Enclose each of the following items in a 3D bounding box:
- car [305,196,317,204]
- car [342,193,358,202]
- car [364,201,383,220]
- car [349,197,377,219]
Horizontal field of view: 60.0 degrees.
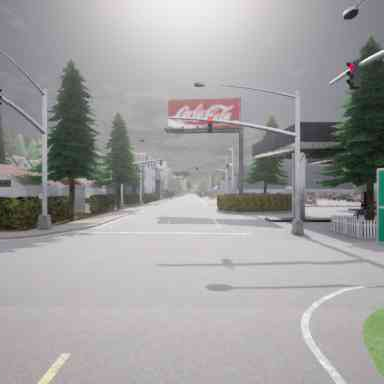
[{"bbox_3d":[22.532,1.553,64.012,1.970,1.475,3.806,0,0,0],"label":"car"},{"bbox_3d":[34.940,1.490,71.797,2.007,1.523,4.514,0,0,0],"label":"car"},{"bbox_3d":[18.709,1.672,30.617,4.611,1.667,2.242,0,0,0],"label":"car"},{"bbox_3d":[14.379,1.505,24.949,3.866,1.878,1.905,0,0,0],"label":"car"}]
